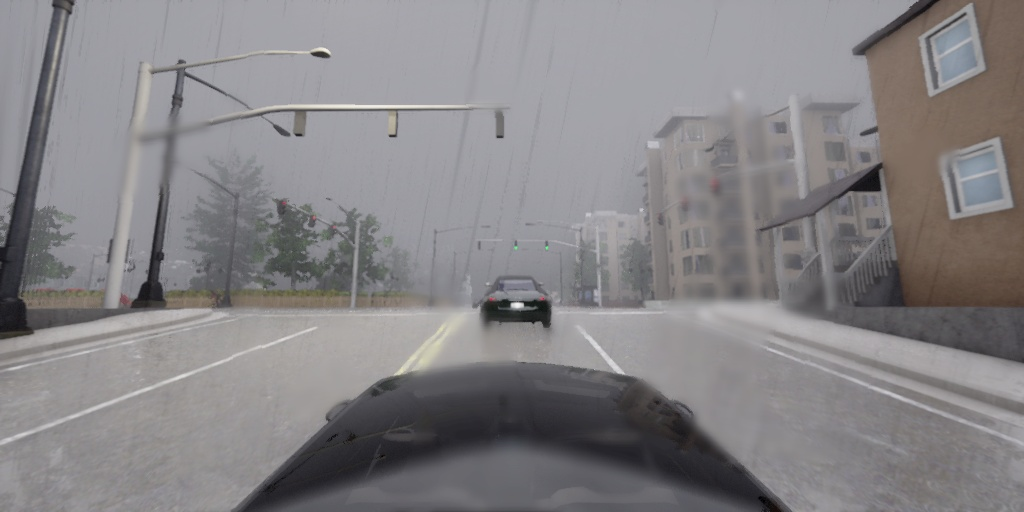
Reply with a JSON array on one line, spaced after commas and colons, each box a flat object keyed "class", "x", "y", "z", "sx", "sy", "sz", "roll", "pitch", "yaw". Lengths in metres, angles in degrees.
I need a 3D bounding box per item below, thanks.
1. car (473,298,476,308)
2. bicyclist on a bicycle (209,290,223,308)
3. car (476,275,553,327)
[{"class": "car", "x": -3.237, "y": 5.286, "z": 40.970, "sx": 1.994, "sy": 1.385, "sz": 4.181, "roll": 0, "pitch": -8, "yaw": 1}, {"class": "bicyclist on a bicycle", "x": -25.949, "y": 3.741, "z": 31.467, "sx": 0.582, "sy": 1.620, "sz": 1.656, "roll": -20, "pitch": 1, "yaw": -3}, {"class": "car", "x": 0.086, "y": 1.289, "z": 11.271, "sx": 1.994, "sy": 1.385, "sz": 4.181, "roll": 0, "pitch": -1, "yaw": -1}]
